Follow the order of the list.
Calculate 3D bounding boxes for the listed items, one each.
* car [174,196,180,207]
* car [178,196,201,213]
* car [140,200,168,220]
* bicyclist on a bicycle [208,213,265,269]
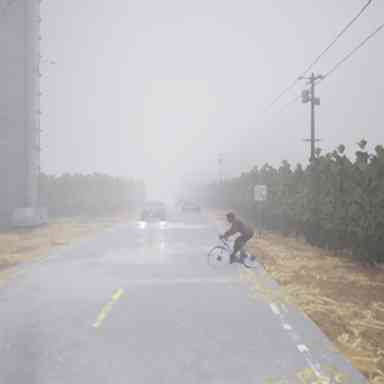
[{"bbox_3d":[-1.566,1.393,49.483,1.837,1.490,4.892,0,0,-8],"label":"car"},{"bbox_3d":[-0.201,1.482,36.334,1.994,1.385,4.181,0,0,-4],"label":"car"},{"bbox_3d":[-3.026,1.452,27.110,1.837,1.490,4.892,0,0,-1],"label":"car"},{"bbox_3d":[1.263,1.434,9.548,1.656,1.620,0.582,0,0,0],"label":"bicyclist on a bicycle"}]
